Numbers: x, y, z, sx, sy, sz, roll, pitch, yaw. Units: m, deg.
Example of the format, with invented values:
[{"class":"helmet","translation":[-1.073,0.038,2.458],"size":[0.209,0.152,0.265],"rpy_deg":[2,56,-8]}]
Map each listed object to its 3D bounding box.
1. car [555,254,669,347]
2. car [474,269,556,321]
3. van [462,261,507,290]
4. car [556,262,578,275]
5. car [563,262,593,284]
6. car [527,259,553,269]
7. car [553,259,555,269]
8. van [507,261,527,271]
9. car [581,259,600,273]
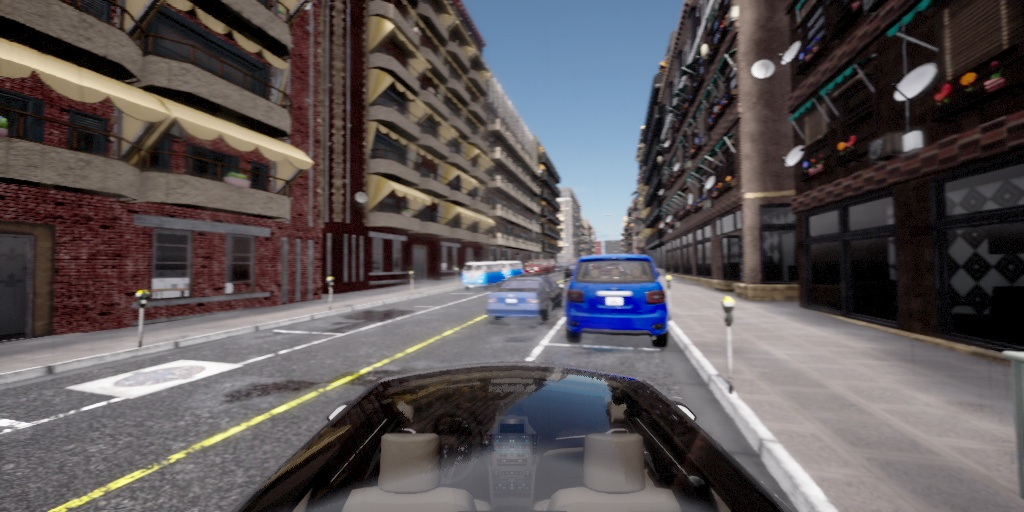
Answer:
[{"class":"car","translation":[2.740,0.977,9.562],"size":[2.150,2.045,5.566],"rpy_deg":[-1,0,16]},{"class":"car","translation":[0.691,1.356,12.829],"size":[2.033,1.411,5.357],"rpy_deg":[-1,0,16]},{"class":"van","translation":[-1.863,1.270,23.452],"size":[1.690,1.789,3.998],"rpy_deg":[0,0,16]},{"class":"car","translation":[6.910,1.483,44.757],"size":[2.033,1.411,5.357],"rpy_deg":[-1,-1,17]},{"class":"car","translation":[5.467,1.316,29.384],"size":[1.882,1.535,5.008],"rpy_deg":[-1,0,16]},{"class":"car","translation":[2.738,1.283,39.393],"size":[2.192,1.841,5.009],"rpy_deg":[0,0,16]},{"class":"car","translation":[4.272,1.298,44.706],"size":[2.192,1.841,5.009],"rpy_deg":[0,0,16]},{"class":"van","translation":[-0.329,1.282,28.767],"size":[1.690,1.789,3.998],"rpy_deg":[0,0,16]},{"class":"car","translation":[10.108,1.238,45.822],"size":[2.097,1.767,4.553],"rpy_deg":[-1,0,16]}]
